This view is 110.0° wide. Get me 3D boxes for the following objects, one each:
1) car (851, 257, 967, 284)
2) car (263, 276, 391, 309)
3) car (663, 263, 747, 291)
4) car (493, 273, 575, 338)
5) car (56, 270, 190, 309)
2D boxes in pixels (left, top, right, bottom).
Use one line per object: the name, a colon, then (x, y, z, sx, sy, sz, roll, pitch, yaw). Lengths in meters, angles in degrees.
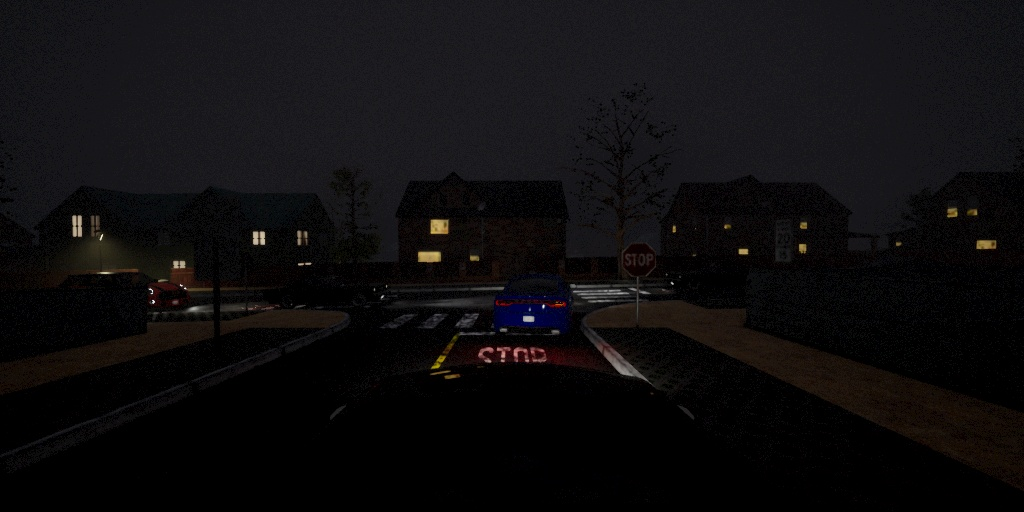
car: (20.055, 0.754, 18.461, 5.357, 1.411, 2.033, -1, 1, 0)
car: (-7.812, 1.506, 15.496, 4.718, 1.301, 1.895, -1, 1, 0)
car: (10.410, 1.034, 18.424, 4.718, 1.301, 1.895, -1, 1, -1)
car: (0.786, 1.227, 10.289, 1.882, 1.535, 5.008, 0, 0, 10)
car: (-16.799, 1.472, 15.488, 4.553, 1.767, 2.097, -1, 1, 0)
